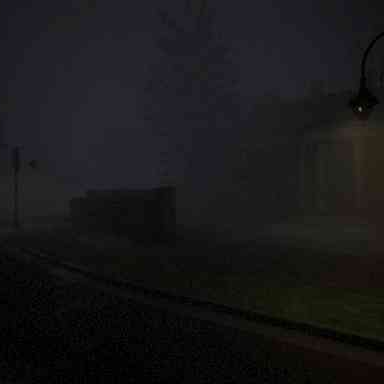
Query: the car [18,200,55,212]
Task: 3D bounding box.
[{"bbox_3d":[-18.228,1.595,39.387,1.895,1.301,4.718,0,0,9],"label":"car"}]
